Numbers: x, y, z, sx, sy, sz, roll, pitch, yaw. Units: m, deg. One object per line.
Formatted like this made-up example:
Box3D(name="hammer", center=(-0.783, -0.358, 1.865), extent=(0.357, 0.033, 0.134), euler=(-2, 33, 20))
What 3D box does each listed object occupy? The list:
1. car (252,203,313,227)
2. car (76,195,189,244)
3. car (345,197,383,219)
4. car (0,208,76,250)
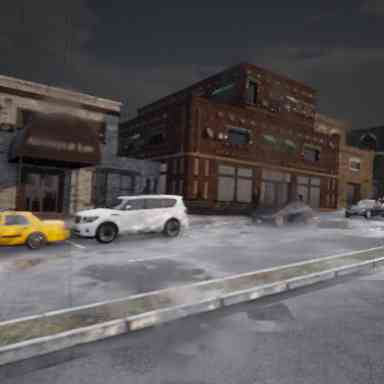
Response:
Box3D(name="car", center=(6.194, 1.469, 22.413), extent=(4.792, 1.488, 2.163), euler=(0, 0, -36))
Box3D(name="car", center=(-2.769, 1.174, 15.957), extent=(5.566, 2.045, 2.435), euler=(0, 0, -36))
Box3D(name="car", center=(15.197, 1.455, 28.885), extent=(4.892, 1.521, 2.231), euler=(0, 0, -36))
Box3D(name="car", center=(-7.486, 1.415, 12.566), extent=(5.366, 1.575, 1.946), euler=(0, 0, -36))
